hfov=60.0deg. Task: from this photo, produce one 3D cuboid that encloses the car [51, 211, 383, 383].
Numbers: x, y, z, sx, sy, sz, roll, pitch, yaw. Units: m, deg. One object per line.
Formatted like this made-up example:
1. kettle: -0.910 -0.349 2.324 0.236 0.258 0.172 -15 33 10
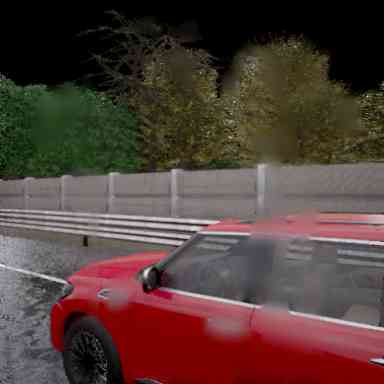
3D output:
1. car: 0.939 1.221 3.323 5.566 2.045 2.150 0 0 36
